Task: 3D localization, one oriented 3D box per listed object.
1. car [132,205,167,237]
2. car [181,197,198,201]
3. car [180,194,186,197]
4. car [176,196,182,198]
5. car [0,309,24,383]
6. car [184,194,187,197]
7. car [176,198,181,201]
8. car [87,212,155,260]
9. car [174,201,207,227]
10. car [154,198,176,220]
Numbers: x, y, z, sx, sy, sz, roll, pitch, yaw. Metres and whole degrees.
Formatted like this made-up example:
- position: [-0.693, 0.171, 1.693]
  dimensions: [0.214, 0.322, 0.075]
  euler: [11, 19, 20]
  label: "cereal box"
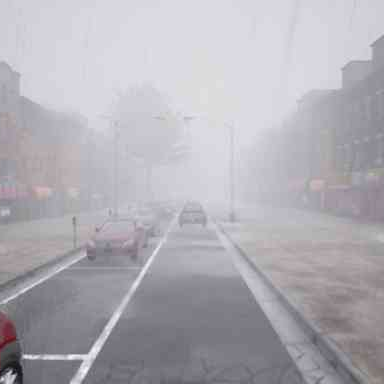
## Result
- position: [-2.682, 1.650, 18.215]
  dimensions: [2.008, 1.369, 4.403]
  euler: [-1, 0, 0]
  label: "car"
- position: [0.025, 1.685, 41.374]
  dimensions: [2.128, 1.511, 4.902]
  euler: [0, 0, 0]
  label: "car"
- position: [-2.770, 1.754, 68.029]
  dimensions: [1.887, 1.381, 4.507]
  euler: [0, 0, 0]
  label: "car"
- position: [-2.740, 1.750, 51.426]
  dimensions: [1.887, 1.381, 4.507]
  euler: [-1, 0, 0]
  label: "car"
- position: [-2.651, 1.447, 1.620]
  dimensions: [1.967, 1.590, 4.097]
  euler: [-1, 0, 0]
  label: "car"
- position: [-2.778, 1.768, 73.566]
  dimensions: [1.947, 1.339, 4.313]
  euler: [0, 0, 0]
  label: "car"
- position: [-2.720, 1.741, 40.356]
  dimensions: [2.008, 1.369, 4.403]
  euler: [-1, 0, 0]
  label: "car"
- position: [-2.672, 1.648, 12.682]
  dimensions: [1.802, 1.307, 4.206]
  euler: [-1, 0, 0]
  label: "car"
- position: [0.055, 1.622, 23.663]
  dimensions: [2.128, 1.511, 4.902]
  euler: [0, 0, 0]
  label: "car"
- position: [-2.703, 1.595, 29.286]
  dimensions: [1.967, 1.590, 4.097]
  euler: [-1, 0, 0]
  label: "car"
